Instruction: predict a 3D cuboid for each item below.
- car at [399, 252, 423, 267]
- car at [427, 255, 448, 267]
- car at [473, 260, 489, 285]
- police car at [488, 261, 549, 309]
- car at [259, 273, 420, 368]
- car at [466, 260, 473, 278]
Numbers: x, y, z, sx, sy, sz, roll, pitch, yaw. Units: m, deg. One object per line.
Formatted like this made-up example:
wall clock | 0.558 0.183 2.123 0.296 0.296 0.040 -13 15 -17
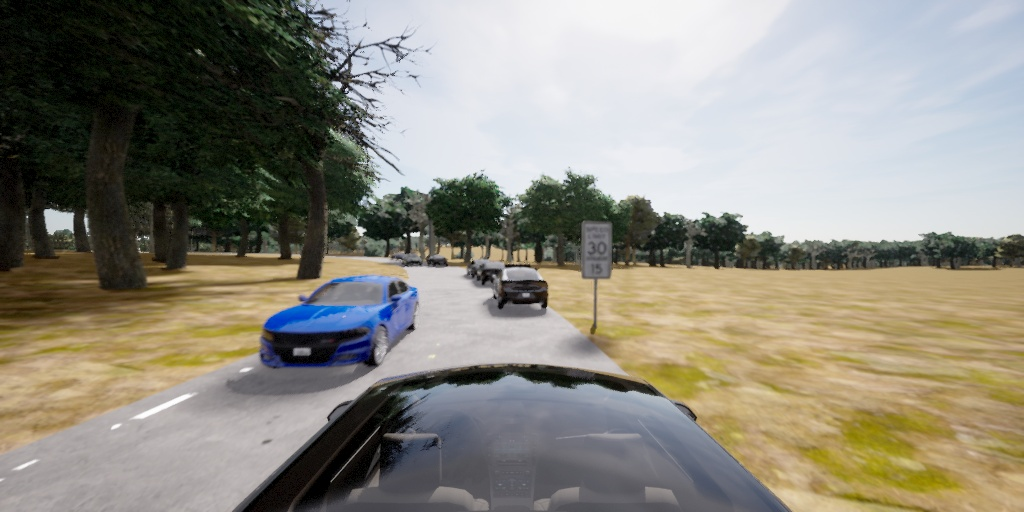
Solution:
car | -13.315 0.449 47.880 2.097 1.767 4.553 0 1 -25
car | -10.165 0.595 48.527 1.882 1.535 5.008 0 2 -26
car | -1.376 1.108 25.072 1.882 1.535 5.008 0 1 -12
police car | 0.217 1.143 15.094 1.930 1.638 5.238 0 0 -6
car | -3.357 1.187 7.984 1.882 1.535 5.008 1 0 -3
car | -2.783 1.048 31.039 1.837 1.490 4.892 0 1 -15
